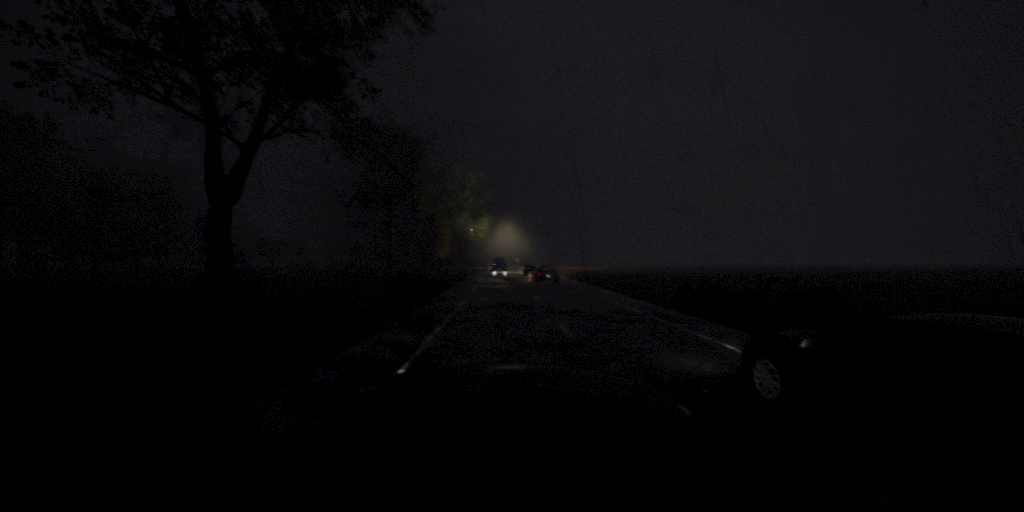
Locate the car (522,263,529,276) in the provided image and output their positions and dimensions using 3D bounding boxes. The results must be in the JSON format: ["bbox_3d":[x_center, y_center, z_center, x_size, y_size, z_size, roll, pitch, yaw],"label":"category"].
[{"bbox_3d":[2.257,1.481,40.409,2.128,1.511,4.902,1,0,-2],"label":"car"}]

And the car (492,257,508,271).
[{"bbox_3d":[-1.886,1.239,55.086,2.150,2.045,5.566,1,0,-3],"label":"car"}]

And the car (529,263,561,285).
[{"bbox_3d":[2.700,1.494,28.745,1.994,1.385,4.181,1,0,-1],"label":"car"}]

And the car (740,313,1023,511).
[{"bbox_3d":[4.464,1.327,3.537,1.837,1.490,4.892,1,0,-1],"label":"car"}]
